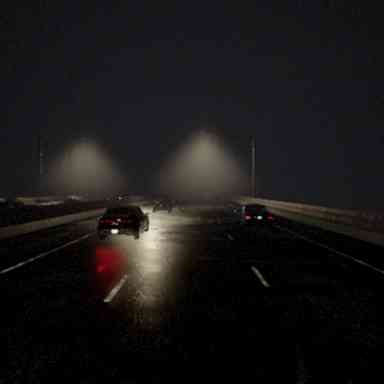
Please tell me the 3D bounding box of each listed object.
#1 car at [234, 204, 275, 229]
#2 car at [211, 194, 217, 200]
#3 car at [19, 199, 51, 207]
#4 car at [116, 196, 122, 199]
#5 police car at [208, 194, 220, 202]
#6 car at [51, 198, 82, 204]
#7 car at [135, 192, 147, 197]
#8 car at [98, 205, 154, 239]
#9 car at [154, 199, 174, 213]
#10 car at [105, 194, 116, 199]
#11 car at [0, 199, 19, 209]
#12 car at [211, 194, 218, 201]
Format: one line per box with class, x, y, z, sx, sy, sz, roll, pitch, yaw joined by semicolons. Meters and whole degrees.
car;3.746;1.462;20.754;2.033;1.411;5.357;0;0;1
car;6.168;1.299;94.392;1.801;1.575;5.366;0;0;3
car;-17.150;1.479;37.710;1.895;1.301;4.718;0;0;1
car;-15.644;1.267;78.993;2.128;1.511;4.902;0;0;2
police car;5.086;1.255;72.493;1.930;1.638;5.238;0;0;2
car;-13.646;1.426;37.906;2.033;1.411;5.357;0;0;1
car;-12.114;0.882;79.571;2.150;2.045;5.566;0;0;3
car;-3.297;1.432;16.718;1.837;1.490;4.892;0;0;1
car;-3.007;1.432;35.271;2.033;1.411;5.357;0;0;1
car;-19.159;1.226;78.739;1.882;1.535;5.008;0;0;2
car;-20.645;1.441;37.640;1.994;1.385;4.181;0;0;1
car;5.594;1.286;83.485;1.801;1.575;5.366;0;0;3
